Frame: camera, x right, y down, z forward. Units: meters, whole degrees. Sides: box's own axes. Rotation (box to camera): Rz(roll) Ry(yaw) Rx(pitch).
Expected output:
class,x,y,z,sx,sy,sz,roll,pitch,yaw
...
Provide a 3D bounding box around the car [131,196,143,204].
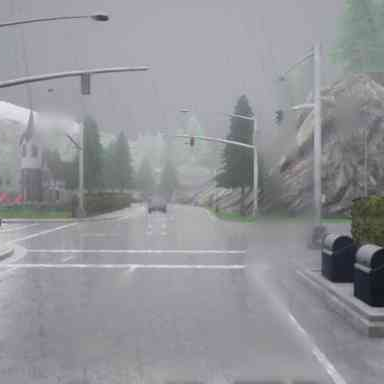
class,x,y,z,sx,sy,sz,roll,pitch,yaw
car,-11.290,1.512,66.191,1.837,1.490,4.892,0,0,-31

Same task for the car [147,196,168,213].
class,x,y,z,sx,sy,sz,roll,pitch,yaw
car,-3.748,1.505,36.685,1.837,1.490,4.892,0,0,-2

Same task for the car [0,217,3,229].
class,x,y,z,sx,sy,sz,roll,pitch,yaw
car,-12.962,1.478,17.881,5.008,1.535,1.882,0,0,-6

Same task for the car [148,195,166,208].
class,x,y,z,sx,sy,sz,roll,pitch,yaw
car,-5.298,1.351,49.981,2.097,1.767,4.553,0,0,-13
